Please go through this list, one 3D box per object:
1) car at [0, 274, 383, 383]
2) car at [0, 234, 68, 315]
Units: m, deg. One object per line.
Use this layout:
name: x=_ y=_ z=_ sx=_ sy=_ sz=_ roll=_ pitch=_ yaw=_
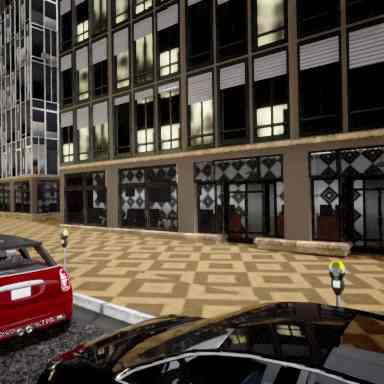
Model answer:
car: x=0.642 y=1.566 z=2.454 sx=4.313 sy=1.339 sz=1.947 roll=0 pitch=-1 yaw=36
car: x=-3.933 y=1.441 z=5.833 sx=4.097 sy=1.590 sz=1.967 roll=0 pitch=-1 yaw=37
